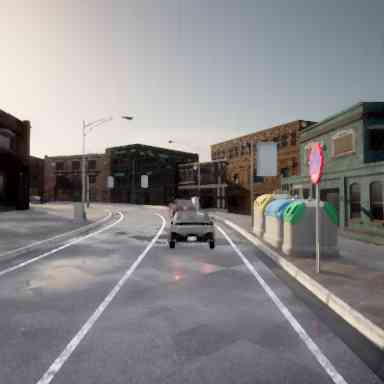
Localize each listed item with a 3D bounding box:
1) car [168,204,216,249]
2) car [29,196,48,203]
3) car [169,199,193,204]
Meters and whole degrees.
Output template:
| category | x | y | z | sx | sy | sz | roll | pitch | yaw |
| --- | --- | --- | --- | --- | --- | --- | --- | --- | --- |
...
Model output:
| category | x | y | z | sx | sy | sz | roll | pitch | yaw |
| --- | --- | --- | --- | --- | --- | --- | --- | --- | --- |
| car | 0.000 | 1.498 | 14.625 | 2.128 | 1.511 | 4.902 | 0 | 0 | 0 |
| car | -28.797 | 1.377 | 60.493 | 5.357 | 1.411 | 2.033 | 1 | -1 | 23 |
| car | -0.914 | 1.379 | 29.843 | 2.097 | 1.767 | 4.553 | 0 | 0 | -10 |
